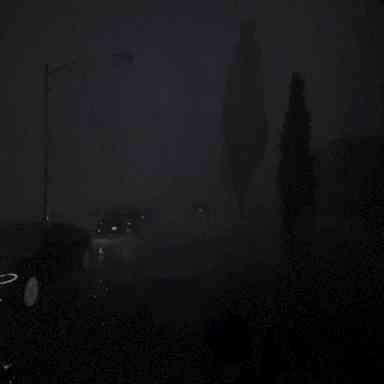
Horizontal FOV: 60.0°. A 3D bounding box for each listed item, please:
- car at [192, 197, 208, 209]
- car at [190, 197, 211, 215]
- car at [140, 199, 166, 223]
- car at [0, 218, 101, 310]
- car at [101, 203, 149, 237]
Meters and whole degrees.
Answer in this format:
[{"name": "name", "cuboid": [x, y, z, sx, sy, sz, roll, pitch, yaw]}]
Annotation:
[{"name": "car", "cuboid": [1.121, 1.447, 45.648, 2.128, 1.511, 4.902, 0, 0, 2]}, {"name": "car", "cuboid": [0.847, 1.472, 33.513, 1.837, 1.490, 4.892, 0, 0, 2]}, {"name": "car", "cuboid": [-3.404, 1.471, 25.558, 1.882, 1.535, 5.008, 0, 1, 1]}, {"name": "car", "cuboid": [-3.933, 1.456, 7.970, 1.882, 1.535, 5.008, 0, 0, 1]}, {"name": "car", "cuboid": [-3.705, 1.532, 17.787, 1.994, 1.385, 4.181, 0, 0, 0]}]
